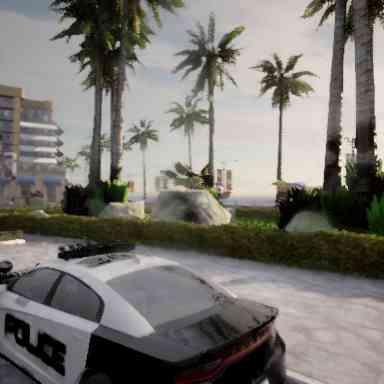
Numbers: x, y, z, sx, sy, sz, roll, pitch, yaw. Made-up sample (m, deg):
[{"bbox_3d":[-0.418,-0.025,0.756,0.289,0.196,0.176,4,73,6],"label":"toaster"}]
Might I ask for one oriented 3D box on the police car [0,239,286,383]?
[{"bbox_3d":[-1.381,1.501,4.537,5.238,1.638,1.930,0,-1,40],"label":"police car"}]
